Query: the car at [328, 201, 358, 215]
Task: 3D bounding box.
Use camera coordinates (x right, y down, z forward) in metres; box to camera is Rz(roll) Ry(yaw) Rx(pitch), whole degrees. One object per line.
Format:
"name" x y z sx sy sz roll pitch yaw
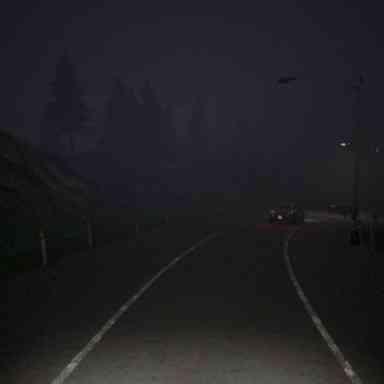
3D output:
"car" 17.696 1.816 38.795 4.902 1.511 2.128 2 2 -44

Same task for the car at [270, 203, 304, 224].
"car" 7.346 1.573 25.545 1.812 1.442 4.674 3 1 29
